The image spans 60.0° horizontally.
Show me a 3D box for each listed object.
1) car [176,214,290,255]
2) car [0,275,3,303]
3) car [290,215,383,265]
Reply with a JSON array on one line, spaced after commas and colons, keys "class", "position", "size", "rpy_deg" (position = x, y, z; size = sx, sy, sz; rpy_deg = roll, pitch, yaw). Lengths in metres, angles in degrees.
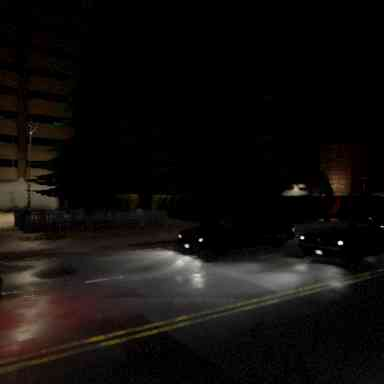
[{"class": "car", "position": [2.017, 1.631, 13.794], "size": [5.357, 1.411, 2.033], "rpy_deg": [1, 0, -34]}, {"class": "car", "position": [-5.414, 1.456, 4.458], "size": [5.008, 1.535, 1.882], "rpy_deg": [1, 0, -35]}, {"class": "car", "position": [6.052, 1.709, 12.303], "size": [4.718, 1.301, 1.895], "rpy_deg": [1, 0, -34]}]
